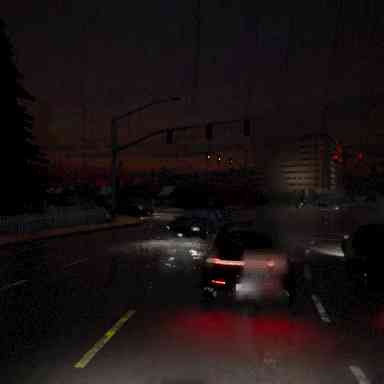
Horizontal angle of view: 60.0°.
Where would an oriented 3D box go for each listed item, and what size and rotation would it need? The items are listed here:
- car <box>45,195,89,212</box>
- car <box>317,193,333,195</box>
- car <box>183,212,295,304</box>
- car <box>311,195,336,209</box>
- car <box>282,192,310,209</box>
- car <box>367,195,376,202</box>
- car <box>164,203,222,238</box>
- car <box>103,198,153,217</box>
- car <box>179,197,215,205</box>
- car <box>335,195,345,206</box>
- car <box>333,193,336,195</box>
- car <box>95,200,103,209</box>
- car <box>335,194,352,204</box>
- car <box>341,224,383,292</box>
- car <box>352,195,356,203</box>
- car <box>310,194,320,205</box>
[{"bbox_3d":[-14.042,1.277,37.155,5.566,2.045,2.150,0,0,32],"label":"car"},{"bbox_3d":[24.583,1.221,63.053,2.150,2.045,5.566,0,0,32],"label":"car"},{"bbox_3d":[1.448,1.492,8.258,2.128,1.511,4.902,0,0,12],"label":"car"},{"bbox_3d":[18.457,1.526,46.579,1.812,1.442,4.674,0,0,32],"label":"car"},{"bbox_3d":[14.393,1.221,46.672,2.150,2.045,5.566,0,0,32],"label":"car"},{"bbox_3d":[42.827,1.525,79.278,2.128,1.511,4.902,0,0,32],"label":"car"},{"bbox_3d":[0.543,1.546,17.395,2.033,1.411,5.357,0,0,24],"label":"car"},{"bbox_3d":[-5.921,1.407,32.067,4.553,1.767,2.097,0,0,32],"label":"car"},{"bbox_3d":[0.594,1.408,40.612,4.553,1.767,2.097,0,0,32],"label":"car"},{"bbox_3d":[23.242,1.601,54.325,1.895,1.301,4.718,0,0,32],"label":"car"},{"bbox_3d":[30.051,1.225,71.894,2.150,2.045,5.566,0,0,32],"label":"car"},{"bbox_3d":[-9.008,1.547,38.135,4.902,1.511,2.128,0,0,32],"label":"car"},{"bbox_3d":[28.132,1.601,62.131,1.895,1.301,4.718,0,0,32],"label":"car"},{"bbox_3d":[5.200,1.547,8.624,2.033,1.411,5.357,0,0,16],"label":"car"},{"bbox_3d":[33.517,1.355,70.846,2.097,1.767,4.553,0,0,32],"label":"car"},{"bbox_3d":[19.508,1.526,54.940,1.812,1.442,4.674,0,0,32],"label":"car"}]
